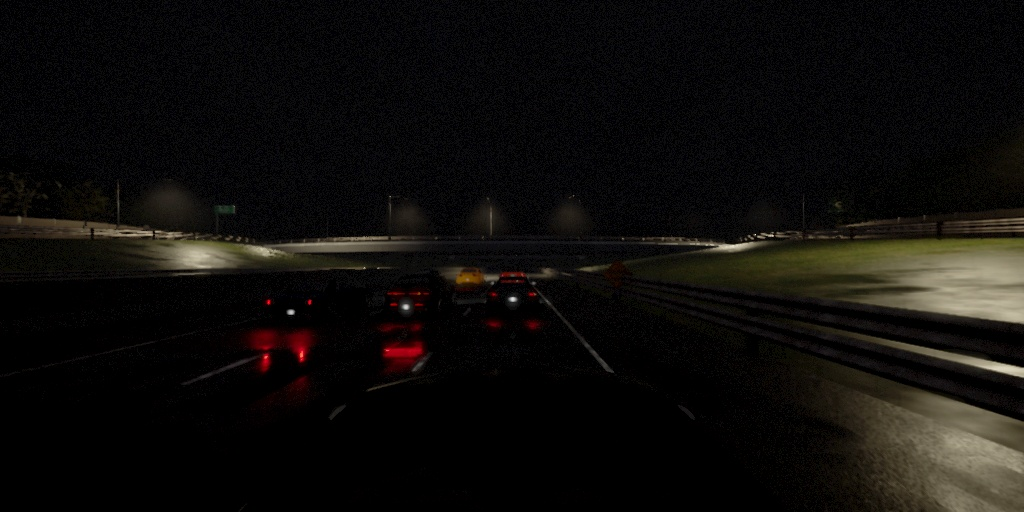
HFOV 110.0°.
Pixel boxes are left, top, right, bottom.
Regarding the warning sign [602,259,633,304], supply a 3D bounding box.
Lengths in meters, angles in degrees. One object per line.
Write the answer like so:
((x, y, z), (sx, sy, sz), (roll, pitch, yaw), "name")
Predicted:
((4.553, 1.070, 15.467), (1.300, 1.860, 1.060), (0, 0, 0), "warning sign")

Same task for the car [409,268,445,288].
((-6.931, 1.775, 29.830), (1.812, 1.442, 4.674), (0, -1, 1), "car")

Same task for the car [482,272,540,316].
((0.051, 1.503, 14.422), (1.994, 1.385, 4.181), (0, -1, 0), "car")

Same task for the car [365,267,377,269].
((-23.658, 2.577, 59.998), (1.882, 1.535, 5.008), (0, -2, 3), "car")

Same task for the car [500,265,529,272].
((0.061, 1.584, 29.101), (2.097, 1.767, 4.553), (0, -1, 1), "car")

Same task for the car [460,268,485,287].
((-3.423, 1.739, 30.379), (1.882, 1.535, 5.008), (0, -1, 1), "car")

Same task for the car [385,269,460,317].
((-3.452, 1.440, 14.177), (1.837, 1.490, 4.892), (0, -1, 1), "car")

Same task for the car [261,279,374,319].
((-6.959, 1.524, 13.545), (1.895, 1.301, 4.718), (0, -1, 1), "car")
